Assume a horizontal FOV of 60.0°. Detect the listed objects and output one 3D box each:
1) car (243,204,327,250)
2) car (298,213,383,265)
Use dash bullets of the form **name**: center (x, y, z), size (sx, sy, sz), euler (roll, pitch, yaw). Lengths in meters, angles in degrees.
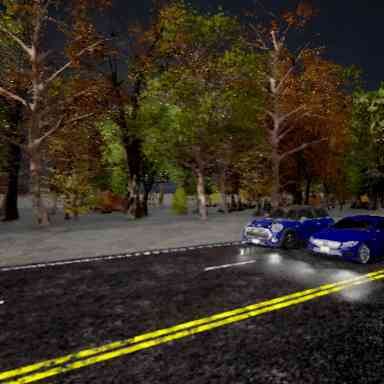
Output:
- **car**: center (4.418, 1.424, 14.819), size (4.553, 1.767, 2.097), euler (0, 0, -35)
- **car**: center (6.179, 1.596, 12.083), size (4.674, 1.442, 1.812), euler (0, 0, -35)
